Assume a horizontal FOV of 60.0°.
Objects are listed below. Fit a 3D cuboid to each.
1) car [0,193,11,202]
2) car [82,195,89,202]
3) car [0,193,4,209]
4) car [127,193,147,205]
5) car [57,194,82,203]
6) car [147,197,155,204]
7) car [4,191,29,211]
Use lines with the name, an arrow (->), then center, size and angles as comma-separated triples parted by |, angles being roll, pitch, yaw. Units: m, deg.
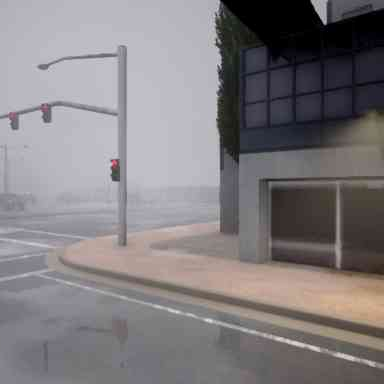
car -> -39.787, 1.152, 69.064 | 4.605, 1.855, 1.932 | 0, 0, 35
car -> -22.561, 1.362, 67.214 | 3.905, 1.438, 1.784 | 0, 0, 35
car -> -23.010, 1.151, 36.412 | 4.605, 1.855, 1.932 | 0, 0, 35
car -> -9.980, 1.154, 54.777 | 3.866, 1.878, 1.905 | 0, 0, 35
car -> -24.288, 1.152, 64.887 | 4.605, 1.855, 1.932 | 0, 0, 35
car -> -8.297, 1.394, 57.133 | 3.806, 1.475, 1.970 | 0, 0, 35
car -> -21.293, 1.154, 38.742 | 3.866, 1.878, 1.905 | 0, 0, 35
